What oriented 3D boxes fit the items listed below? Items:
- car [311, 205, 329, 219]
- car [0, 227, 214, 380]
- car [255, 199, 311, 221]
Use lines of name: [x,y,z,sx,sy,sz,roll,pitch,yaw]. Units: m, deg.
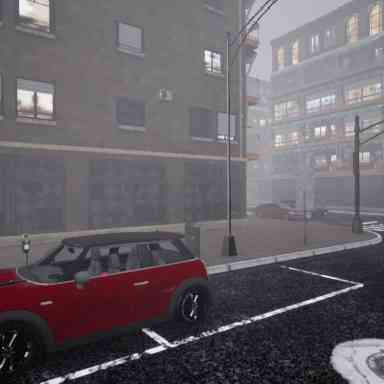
car: [8.879,1.347,27.703,1.882,1.535,5.008,-1,1,-35]
car: [-1.698,1.440,5.408,4.097,1.590,1.967,0,0,-35]
car: [6.792,1.472,26.182,1.802,1.307,4.206,0,0,-35]
